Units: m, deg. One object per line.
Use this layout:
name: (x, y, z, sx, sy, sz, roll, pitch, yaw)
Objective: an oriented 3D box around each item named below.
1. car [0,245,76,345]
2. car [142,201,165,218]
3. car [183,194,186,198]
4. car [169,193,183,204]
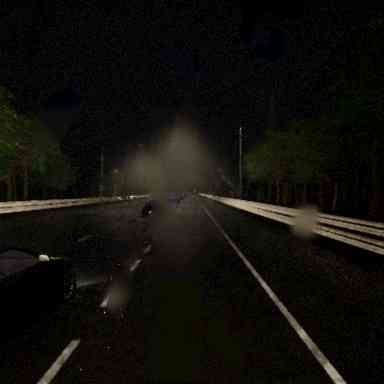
car: (-3.499, 1.567, 5.552, 1.994, 1.385, 4.181, 0, 0, 0)
car: (-3.497, 1.557, 30.687, 1.812, 1.442, 4.674, 0, 0, 0)
car: (-3.486, 1.519, 92.384, 1.882, 1.535, 5.008, 0, 0, 0)
car: (-3.490, 1.275, 66.733, 2.150, 2.045, 5.566, 0, 0, 0)
